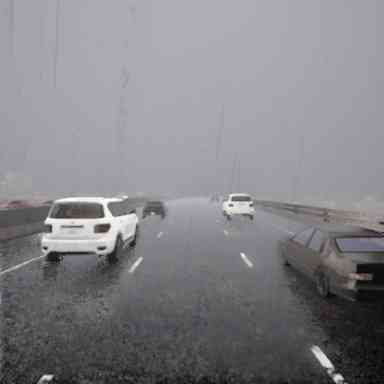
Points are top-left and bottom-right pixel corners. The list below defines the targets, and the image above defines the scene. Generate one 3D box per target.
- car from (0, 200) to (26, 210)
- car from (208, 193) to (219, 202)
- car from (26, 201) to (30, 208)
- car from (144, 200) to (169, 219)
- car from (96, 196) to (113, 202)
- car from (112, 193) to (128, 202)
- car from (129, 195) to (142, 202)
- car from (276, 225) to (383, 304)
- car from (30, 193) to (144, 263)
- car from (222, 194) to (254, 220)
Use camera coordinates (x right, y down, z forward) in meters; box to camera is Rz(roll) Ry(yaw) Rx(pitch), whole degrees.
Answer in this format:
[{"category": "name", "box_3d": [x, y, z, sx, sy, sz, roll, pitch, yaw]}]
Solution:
[{"category": "car", "box_3d": [-17.267, 1.492, 32.683, 1.812, 1.442, 4.674, 0, 0, 1]}, {"category": "car", "box_3d": [5.244, 1.363, 76.891, 2.097, 1.767, 4.553, 0, 0, 3]}, {"category": "car", "box_3d": [-13.769, 1.445, 32.584, 1.882, 1.535, 5.008, 0, 0, 1]}, {"category": "car", "box_3d": [-3.136, 1.474, 29.172, 1.837, 1.490, 4.892, 0, 0, 1]}, {"category": "car", "box_3d": [-19.407, 1.530, 73.975, 2.033, 1.411, 5.357, 0, 0, 2]}, {"category": "car", "box_3d": [-15.912, 1.215, 73.791, 2.150, 2.045, 5.566, 0, 0, 2]}, {"category": "car", "box_3d": [-12.414, 1.514, 73.664, 1.812, 1.442, 4.674, 0, 0, 2]}, {"category": "car", "box_3d": [3.623, 1.534, 8.341, 2.033, 1.411, 5.357, 0, 0, 0]}, {"category": "car", "box_3d": [-3.349, 1.202, 12.032, 2.150, 2.045, 5.566, 0, 0, 0]}, {"category": "car", "box_3d": [3.847, 1.191, 28.244, 2.150, 2.045, 5.566, 0, 0, 1]}]
